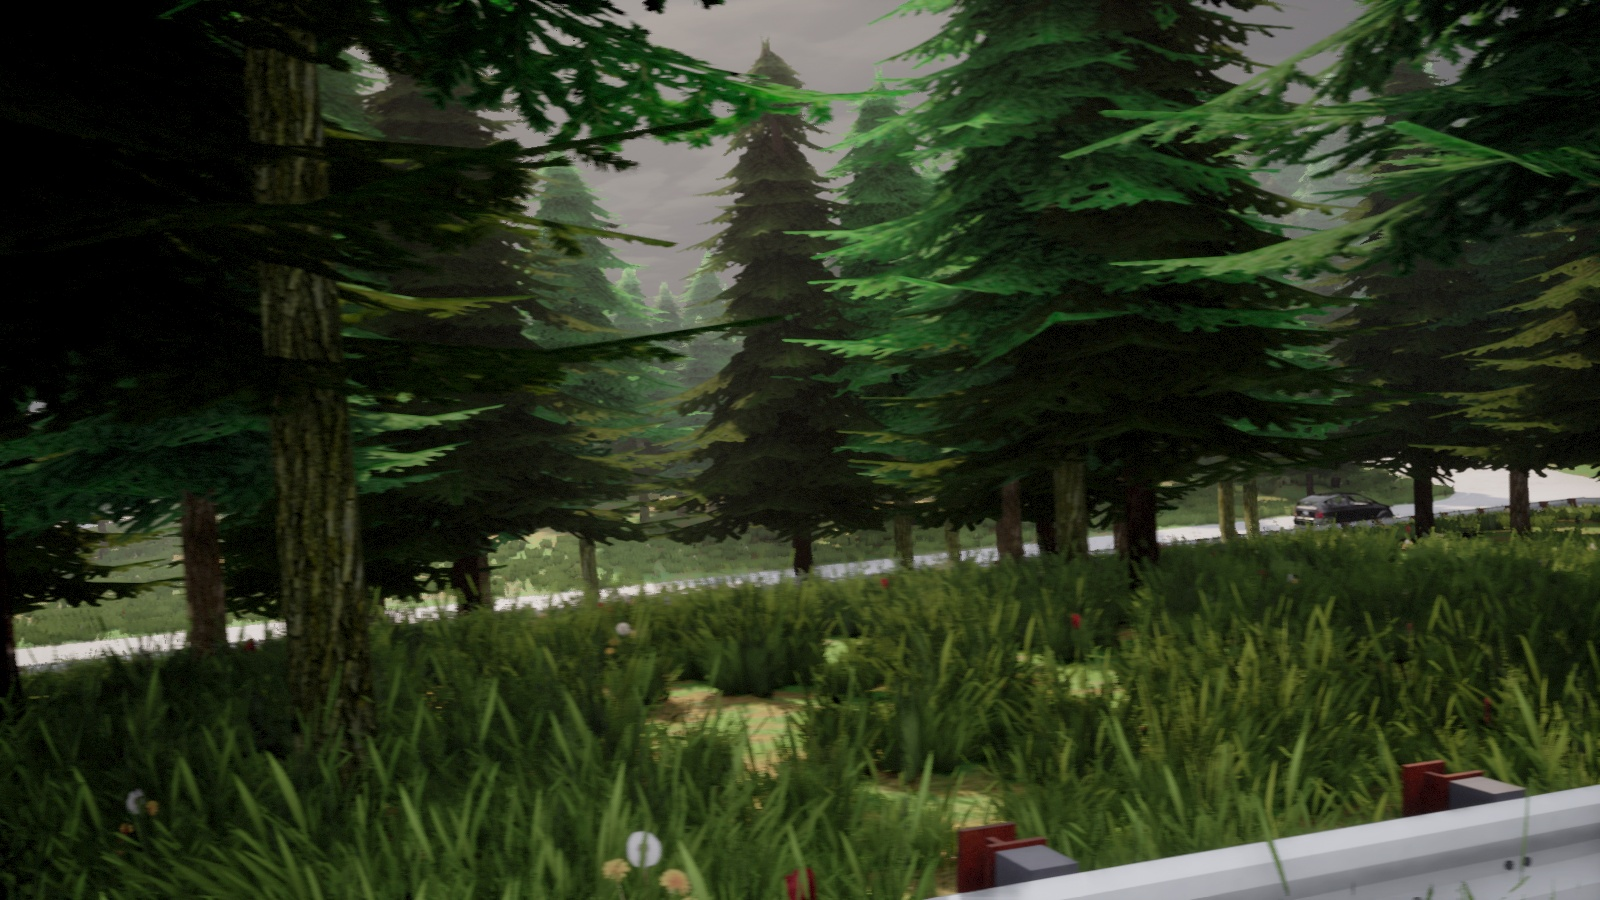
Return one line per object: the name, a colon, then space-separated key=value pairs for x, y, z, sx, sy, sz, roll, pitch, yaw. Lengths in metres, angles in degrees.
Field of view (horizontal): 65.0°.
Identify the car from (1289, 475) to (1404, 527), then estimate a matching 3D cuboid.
car: x=21.127 y=1.933 z=48.550 sx=3.705 sy=1.549 sz=1.789 roll=-5 pitch=3 yaw=-16
